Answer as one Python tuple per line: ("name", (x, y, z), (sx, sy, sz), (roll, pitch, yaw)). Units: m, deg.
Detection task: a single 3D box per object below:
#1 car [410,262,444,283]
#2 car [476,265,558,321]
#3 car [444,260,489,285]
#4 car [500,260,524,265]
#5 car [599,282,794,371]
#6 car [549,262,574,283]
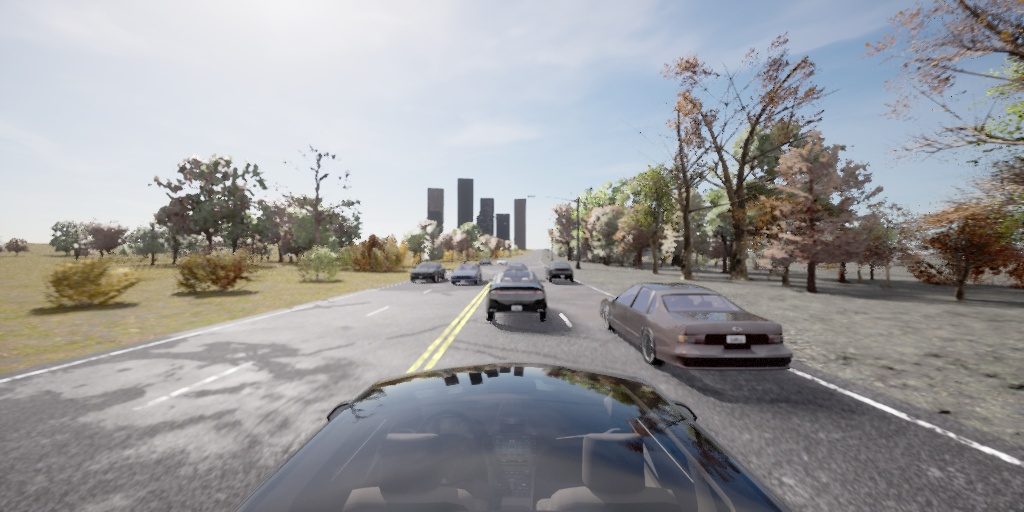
("car", (-6.348, 1.198, 27.590), (1.882, 1.535, 5.008), (0, 0, 1))
("car", (0.155, 1.230, 12.397), (2.128, 1.511, 4.902), (0, 0, 1))
("car", (-3.143, 1.254, 25.901), (2.033, 1.411, 5.357), (-1, 0, 1))
("car", (0.370, 1.217, 28.277), (1.994, 1.385, 4.181), (0, 0, 1))
("car", (3.371, 1.287, 7.870), (2.033, 1.411, 5.357), (0, 0, 1))
("car", (3.616, 1.199, 27.833), (1.837, 1.490, 4.892), (1, 0, 1))
